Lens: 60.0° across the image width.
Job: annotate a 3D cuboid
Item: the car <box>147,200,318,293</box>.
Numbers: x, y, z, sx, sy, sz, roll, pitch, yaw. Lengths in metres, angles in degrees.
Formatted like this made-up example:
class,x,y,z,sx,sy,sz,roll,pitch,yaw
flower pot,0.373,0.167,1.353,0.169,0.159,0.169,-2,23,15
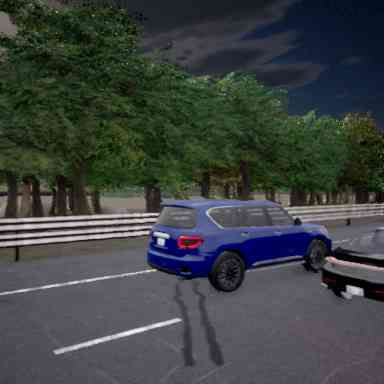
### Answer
class,x,y,z,sx,sy,sz,roll,pitch,yaw
car,1.481,1.225,9.102,5.566,2.045,2.150,0,0,-36

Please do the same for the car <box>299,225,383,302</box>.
class,x,y,z,sx,sy,sz,roll,pitch,yaw
car,4.793,1.496,7.165,4.902,1.511,2.128,0,0,-36
